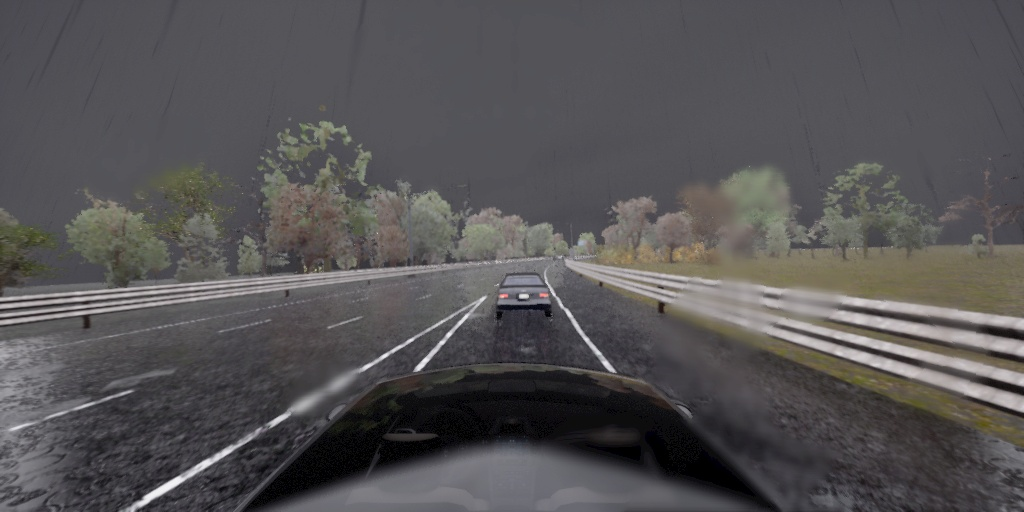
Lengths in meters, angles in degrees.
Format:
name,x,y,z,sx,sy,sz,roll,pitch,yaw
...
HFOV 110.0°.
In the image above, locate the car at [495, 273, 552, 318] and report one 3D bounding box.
name,x,y,z,sx,sy,sz,roll,pitch,yaw
car,0.385,1.330,13.075,2.033,1.411,5.357,-1,-2,1
